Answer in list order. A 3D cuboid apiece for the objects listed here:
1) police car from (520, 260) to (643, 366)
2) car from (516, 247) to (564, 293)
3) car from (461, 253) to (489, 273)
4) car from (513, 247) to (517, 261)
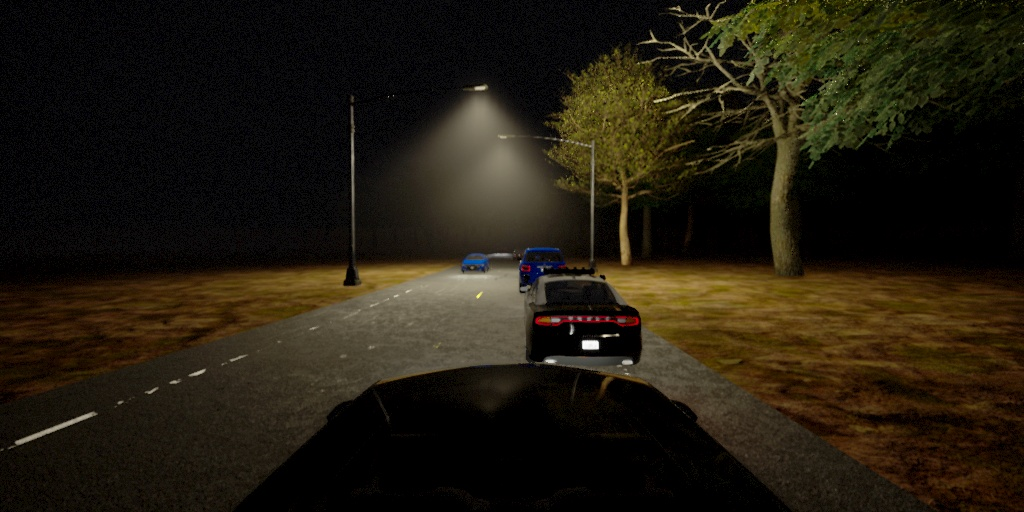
[{"bbox_3d":[1.215,1.059,7.879,1.930,1.638,5.238,0,1,1],"label":"police car"},{"bbox_3d":[1.426,0.628,17.786,2.150,2.045,5.566,0,1,1],"label":"car"},{"bbox_3d":[-2.964,0.555,29.794,1.882,1.535,5.008,0,2,1],"label":"car"},{"bbox_3d":[1.072,-0.103,49.614,2.033,1.411,5.357,0,3,2],"label":"car"}]
